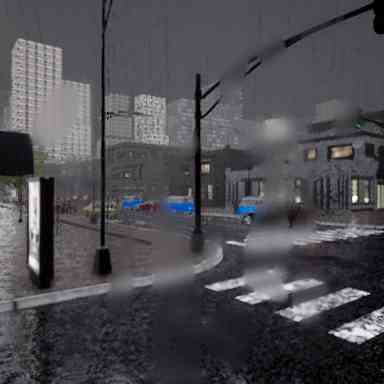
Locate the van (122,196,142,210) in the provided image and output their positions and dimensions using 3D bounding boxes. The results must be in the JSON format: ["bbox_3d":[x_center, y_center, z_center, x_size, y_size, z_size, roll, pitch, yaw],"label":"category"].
[{"bbox_3d":[-7.746,1.378,42.863,1.690,1.788,3.998,0,0,-36],"label":"van"}]

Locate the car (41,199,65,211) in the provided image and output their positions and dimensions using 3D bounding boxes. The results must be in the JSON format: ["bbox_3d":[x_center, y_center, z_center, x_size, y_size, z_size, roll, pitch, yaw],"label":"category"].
[{"bbox_3d":[-17.783,1.578,42.433,1.887,1.381,4.507,0,0,-36],"label":"car"}]

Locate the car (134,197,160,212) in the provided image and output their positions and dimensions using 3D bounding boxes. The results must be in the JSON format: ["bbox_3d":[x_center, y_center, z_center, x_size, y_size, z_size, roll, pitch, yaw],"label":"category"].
[{"bbox_3d":[-4.506,1.565,38.390,1.887,1.381,4.507,0,0,-36],"label":"car"}]

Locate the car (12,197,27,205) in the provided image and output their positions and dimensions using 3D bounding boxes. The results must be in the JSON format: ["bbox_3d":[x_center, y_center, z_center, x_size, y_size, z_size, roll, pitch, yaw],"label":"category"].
[{"bbox_3d":[-30.739,1.655,60.319,1.887,1.381,4.507,0,0,-36],"label":"car"}]

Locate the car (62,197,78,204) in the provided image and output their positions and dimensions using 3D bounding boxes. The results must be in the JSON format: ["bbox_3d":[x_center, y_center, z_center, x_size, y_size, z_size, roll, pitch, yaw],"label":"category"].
[{"bbox_3d":[-24.042,1.659,65.359,1.752,1.417,4.829,0,0,-36],"label":"car"}]

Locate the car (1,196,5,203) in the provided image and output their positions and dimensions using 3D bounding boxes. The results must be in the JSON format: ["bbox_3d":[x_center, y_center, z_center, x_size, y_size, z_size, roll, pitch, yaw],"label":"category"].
[{"bbox_3d":[-40.458,1.743,73.733,1.947,1.339,4.313,0,0,-36],"label":"car"}]

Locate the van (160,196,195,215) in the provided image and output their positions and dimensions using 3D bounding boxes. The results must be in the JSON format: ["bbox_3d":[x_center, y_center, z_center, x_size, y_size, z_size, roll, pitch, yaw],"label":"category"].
[{"bbox_3d":[-1.268,1.345,33.919,1.690,1.788,3.998,0,0,-36],"label":"van"}]

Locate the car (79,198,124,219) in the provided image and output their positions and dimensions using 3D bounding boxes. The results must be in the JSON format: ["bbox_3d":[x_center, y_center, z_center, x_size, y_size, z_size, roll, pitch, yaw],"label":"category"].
[{"bbox_3d":[-7.964,1.507,28.879,1.752,1.417,4.829,0,0,-36],"label":"car"}]

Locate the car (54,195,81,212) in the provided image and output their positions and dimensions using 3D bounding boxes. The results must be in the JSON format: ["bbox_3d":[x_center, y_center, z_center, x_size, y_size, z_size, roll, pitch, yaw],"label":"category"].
[{"bbox_3d":[-14.544,1.455,37.962,1.967,1.590,4.097,0,0,-36],"label":"car"}]

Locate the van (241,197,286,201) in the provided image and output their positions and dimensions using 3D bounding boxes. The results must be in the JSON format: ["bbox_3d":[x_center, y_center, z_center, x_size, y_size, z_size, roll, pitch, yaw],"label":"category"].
[{"bbox_3d":[5.212,1.315,24.976,1.690,1.788,3.998,0,0,-36],"label":"van"}]

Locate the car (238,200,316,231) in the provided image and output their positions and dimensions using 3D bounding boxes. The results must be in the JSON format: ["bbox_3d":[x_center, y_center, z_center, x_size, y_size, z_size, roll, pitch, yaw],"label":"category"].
[{"bbox_3d":[5.166,1.468,20.457,1.837,1.490,4.892,0,0,-36],"label":"car"}]

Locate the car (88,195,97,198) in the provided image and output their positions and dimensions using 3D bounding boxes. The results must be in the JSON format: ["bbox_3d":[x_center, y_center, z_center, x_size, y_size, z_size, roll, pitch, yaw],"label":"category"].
[{"bbox_3d":[-14.224,1.639,51.805,1.947,1.339,4.313,0,0,-36],"label":"car"}]

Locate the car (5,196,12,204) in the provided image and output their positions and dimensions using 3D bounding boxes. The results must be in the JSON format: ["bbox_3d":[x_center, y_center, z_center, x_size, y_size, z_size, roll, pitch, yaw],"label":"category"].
[{"bbox_3d":[-37.118,1.679,69.124,1.752,1.417,4.829,0,0,-36],"label":"car"}]

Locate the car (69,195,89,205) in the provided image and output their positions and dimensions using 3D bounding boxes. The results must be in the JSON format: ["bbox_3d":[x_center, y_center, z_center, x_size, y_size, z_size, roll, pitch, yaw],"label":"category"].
[{"bbox_3d":[-20.704,1.427,60.750,2.192,1.841,5.009,0,0,-36],"label":"car"}]

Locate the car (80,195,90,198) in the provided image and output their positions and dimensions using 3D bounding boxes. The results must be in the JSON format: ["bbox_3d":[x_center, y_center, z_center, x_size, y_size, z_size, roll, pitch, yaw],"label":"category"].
[{"bbox_3d":[-17.465,1.407,56.279,2.192,1.841,5.009,0,0,-36],"label":"car"}]

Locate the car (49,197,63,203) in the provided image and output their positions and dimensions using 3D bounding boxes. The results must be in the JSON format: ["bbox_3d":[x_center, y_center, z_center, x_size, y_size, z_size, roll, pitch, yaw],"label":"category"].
[{"bbox_3d":[-30.421,1.721,74.164,1.887,1.381,4.507,0,0,-36],"label":"car"}]
